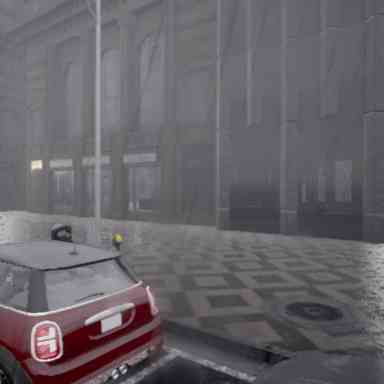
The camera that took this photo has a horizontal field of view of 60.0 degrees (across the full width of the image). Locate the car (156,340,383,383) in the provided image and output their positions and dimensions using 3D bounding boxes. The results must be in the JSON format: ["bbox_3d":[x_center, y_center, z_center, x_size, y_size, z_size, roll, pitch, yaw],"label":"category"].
[{"bbox_3d":[2.187,1.555,1.410,4.403,1.369,2.008,0,0,35],"label":"car"}]

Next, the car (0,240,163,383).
[{"bbox_3d":[-2.445,1.416,4.692,4.097,1.590,1.967,0,0,35],"label":"car"}]
